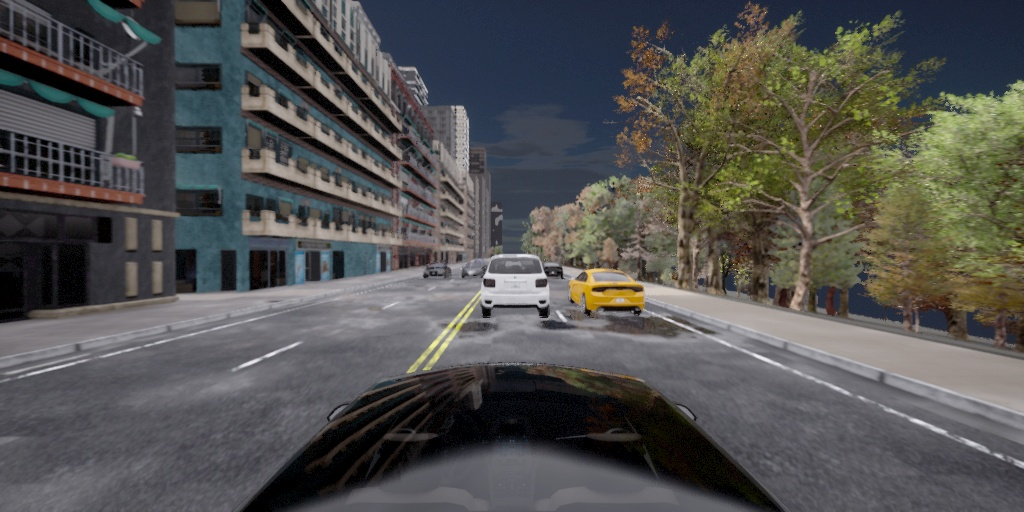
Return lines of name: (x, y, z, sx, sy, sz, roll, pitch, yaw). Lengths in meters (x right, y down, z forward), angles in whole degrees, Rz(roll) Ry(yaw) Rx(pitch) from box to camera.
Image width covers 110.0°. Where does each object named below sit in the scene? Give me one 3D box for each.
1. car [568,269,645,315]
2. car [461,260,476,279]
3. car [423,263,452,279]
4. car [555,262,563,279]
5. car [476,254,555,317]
car: (3.354, 1.219, 13.569, 1.882, 1.535, 5.008, 0, 0, 0)
car: (-3.337, 1.224, 31.772, 2.128, 1.511, 4.902, 0, 0, 0)
car: (-6.587, 1.296, 32.045, 1.994, 1.385, 4.181, 0, 0, 0)
car: (3.360, 1.209, 31.918, 1.882, 1.535, 5.008, 0, 0, 0)
car: (0.104, 0.963, 13.206, 2.150, 2.045, 5.566, 0, 0, 0)
